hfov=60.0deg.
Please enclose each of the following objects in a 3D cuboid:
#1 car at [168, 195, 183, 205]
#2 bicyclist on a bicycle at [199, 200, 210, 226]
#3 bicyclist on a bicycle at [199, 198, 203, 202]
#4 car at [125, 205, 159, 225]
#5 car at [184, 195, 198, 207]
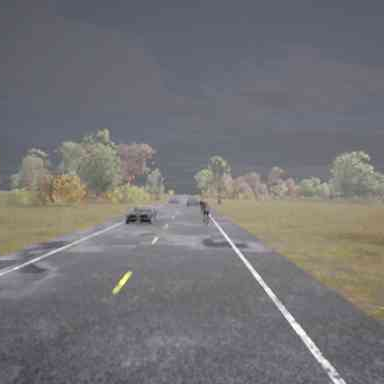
[{"bbox_3d":[-3.499,1.516,65.194,2.097,1.767,4.553,0,0,0],"label":"car"},{"bbox_3d":[0.969,1.509,22.358,0.582,1.620,1.656,0,-1,0],"label":"bicyclist on a bicycle"},{"bbox_3d":[0.972,1.453,33.024,0.659,1.776,1.843,0,0,0],"label":"bicyclist on a bicycle"},{"bbox_3d":[-3.592,1.662,24.330,1.895,1.301,4.718,0,0,0],"label":"car"},{"bbox_3d":[0.102,1.628,55.319,2.128,1.511,4.902,0,0,0],"label":"car"}]
